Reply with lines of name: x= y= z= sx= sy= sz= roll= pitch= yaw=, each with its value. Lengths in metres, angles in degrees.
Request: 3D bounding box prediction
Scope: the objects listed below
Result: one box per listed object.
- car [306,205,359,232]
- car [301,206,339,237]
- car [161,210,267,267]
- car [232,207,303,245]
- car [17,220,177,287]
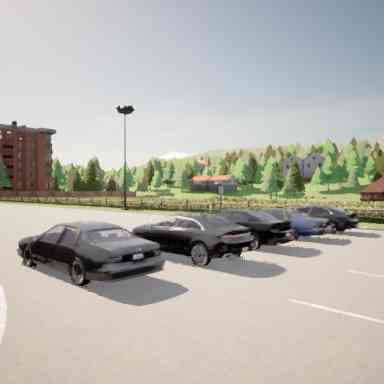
car: x=6.931 y=1.507 z=19.248 sx=4.892 sy=1.490 sz=1.837 roll=0 pitch=0 yaw=43
car: x=4.238 y=1.549 z=16.974 sx=5.357 sy=1.411 sz=2.033 roll=0 pitch=0 yaw=43
car: x=-0.185 y=1.493 z=11.528 sx=4.902 sy=1.511 sz=2.128 roll=0 pitch=0 yaw=43
car: x=1.878 y=1.479 z=14.388 sx=5.008 sy=1.535 sz=1.882 roll=0 pitch=0 yaw=43
car: x=-3.093 y=1.549 z=9.453 sx=5.357 sy=1.411 sz=2.033 roll=0 pitch=0 yaw=43
